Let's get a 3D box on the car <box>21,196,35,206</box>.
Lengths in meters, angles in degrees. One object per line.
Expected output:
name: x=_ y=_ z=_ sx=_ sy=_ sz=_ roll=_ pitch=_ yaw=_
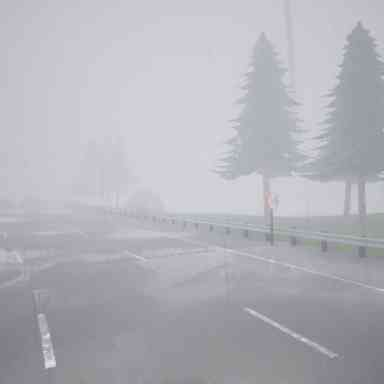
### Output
car: x=-28.070 y=1.505 z=56.868 sx=1.837 sy=1.490 sz=4.892 roll=0 pitch=0 yaw=-32

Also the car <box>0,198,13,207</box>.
car: x=-29.634 y=1.601 z=52.750 sx=1.895 sy=1.301 sz=4.718 roll=0 pitch=0 yaw=-32
